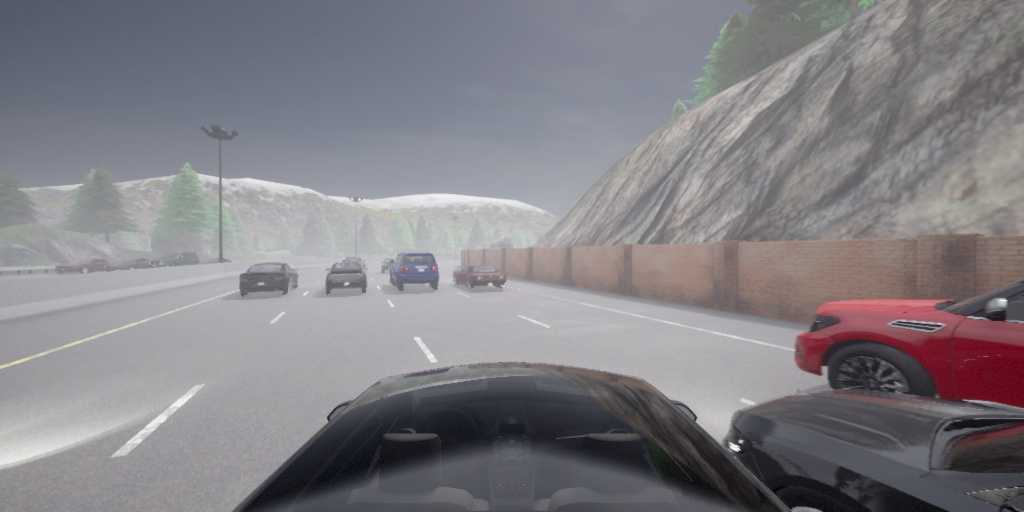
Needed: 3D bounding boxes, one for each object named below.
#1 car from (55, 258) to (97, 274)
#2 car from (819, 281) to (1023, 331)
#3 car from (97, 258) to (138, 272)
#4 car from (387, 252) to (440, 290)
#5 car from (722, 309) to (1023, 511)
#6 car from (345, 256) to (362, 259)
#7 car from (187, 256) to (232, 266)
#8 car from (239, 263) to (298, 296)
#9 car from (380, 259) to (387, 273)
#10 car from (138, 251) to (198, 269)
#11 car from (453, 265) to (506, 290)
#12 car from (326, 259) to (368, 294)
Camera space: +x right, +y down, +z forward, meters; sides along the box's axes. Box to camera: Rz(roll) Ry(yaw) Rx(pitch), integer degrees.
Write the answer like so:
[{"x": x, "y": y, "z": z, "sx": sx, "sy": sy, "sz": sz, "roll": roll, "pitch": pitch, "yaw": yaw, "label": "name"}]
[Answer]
[{"x": -41.109, "y": 0.927, "z": 34.799, "sx": 1.882, "sy": 1.535, "sz": 5.008, "roll": 0, "pitch": 0, "yaw": -14, "label": "car"}, {"x": 5.979, "y": 0.965, "z": 3.123, "sx": 2.150, "sy": 2.045, "sz": 5.566, "roll": 0, "pitch": 0, "yaw": -24, "label": "car"}, {"x": -37.708, "y": 0.926, "z": 35.629, "sx": 1.837, "sy": 1.490, "sz": 4.892, "roll": 0, "pitch": 0, "yaw": -14, "label": "car"}, {"x": -5.783, "y": 0.806, "z": 20.967, "sx": 2.150, "sy": 2.045, "sz": 5.566, "roll": 0, "pitch": 1, "yaw": -24, "label": "car"}, {"x": 3.122, "y": 1.261, "z": 0.932, "sx": 1.837, "sy": 1.490, "sz": 4.892, "roll": 0, "pitch": -1, "yaw": -24, "label": "car"}, {"x": -15.477, "y": 0.806, "z": 35.240, "sx": 2.097, "sy": 1.767, "sz": 4.553, "roll": 0, "pitch": 0, "yaw": -19, "label": "car"}, {"x": -30.908, "y": 0.979, "z": 37.289, "sx": 1.837, "sy": 1.490, "sz": 4.892, "roll": 0, "pitch": 0, "yaw": -14, "label": "car"}, {"x": -12.285, "y": 1.075, "z": 18.361, "sx": 1.882, "sy": 1.535, "sz": 5.008, "roll": 0, "pitch": 1, "yaw": -24, "label": "car"}, {"x": -12.784, "y": 0.959, "z": 38.153, "sx": 1.812, "sy": 1.442, "sz": 4.674, "roll": 0, "pitch": 0, "yaw": -18, "label": "car"}, {"x": -34.301, "y": 0.557, "z": 36.426, "sx": 2.150, "sy": 2.045, "sz": 5.566, "roll": 0, "pitch": 0, "yaw": -14, "label": "car"}, {"x": -2.067, "y": 1.187, "z": 21.228, "sx": 1.895, "sy": 1.301, "sz": 4.718, "roll": 0, "pitch": 1, "yaw": -24, "label": "car"}, {"x": -8.838, "y": 1.087, "z": 19.224, "sx": 2.128, "sy": 1.511, "sz": 4.902, "roll": 0, "pitch": 1, "yaw": -24, "label": "car"}]
